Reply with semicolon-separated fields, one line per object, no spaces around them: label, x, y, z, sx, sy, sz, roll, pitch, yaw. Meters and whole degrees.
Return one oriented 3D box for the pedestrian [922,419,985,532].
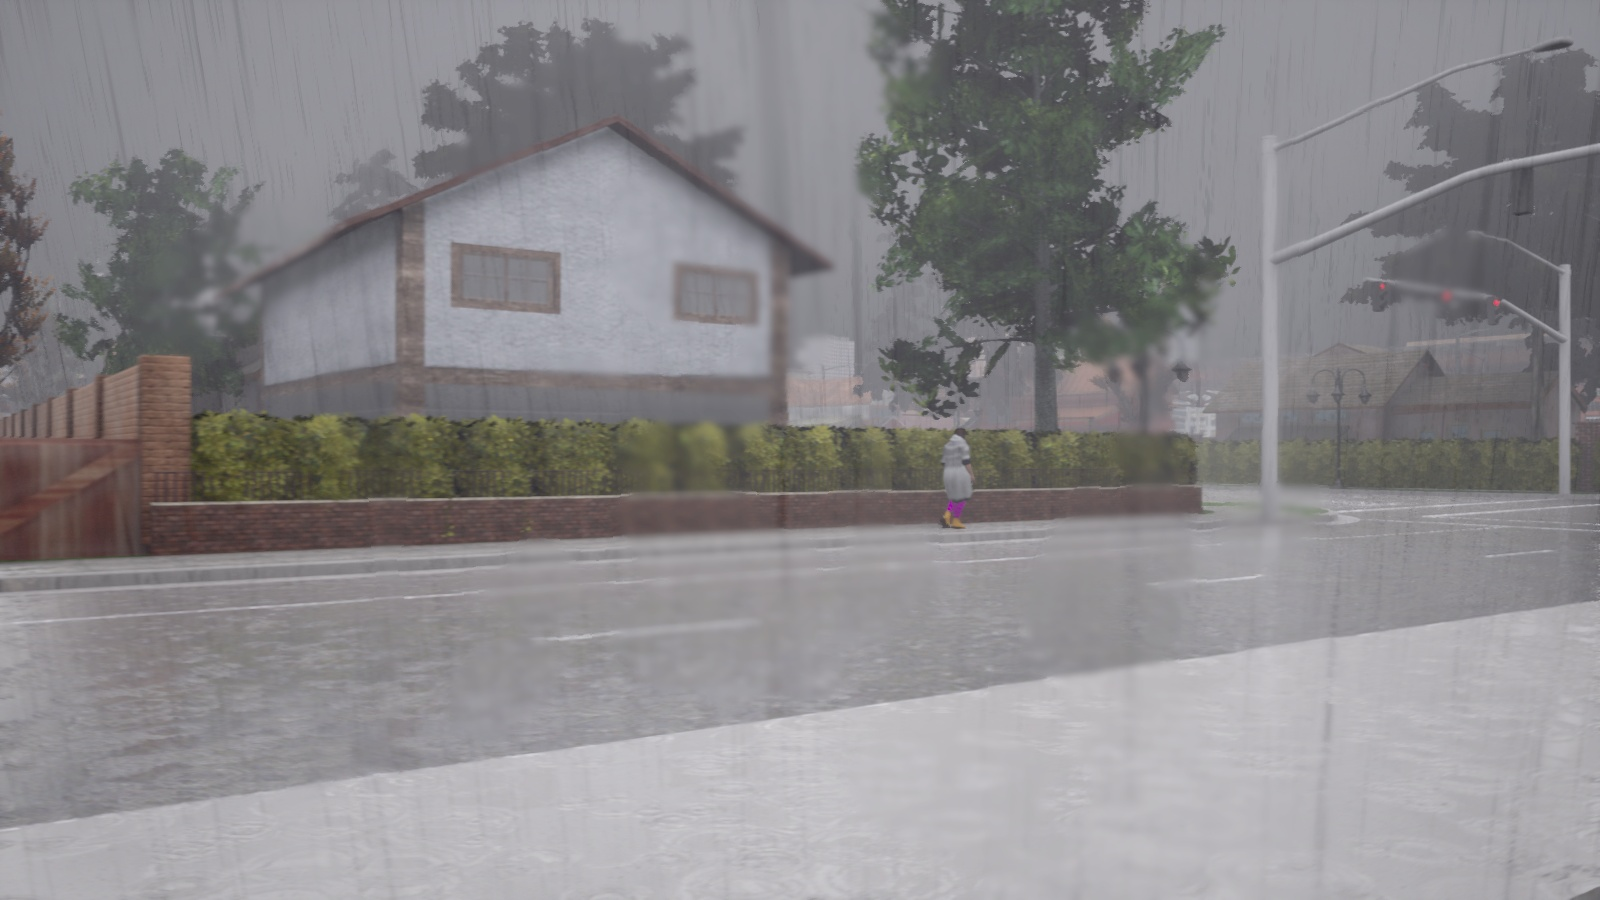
pedestrian;2.712;0.449;22.203;0.873;1.952;0.659;0;0;-36
